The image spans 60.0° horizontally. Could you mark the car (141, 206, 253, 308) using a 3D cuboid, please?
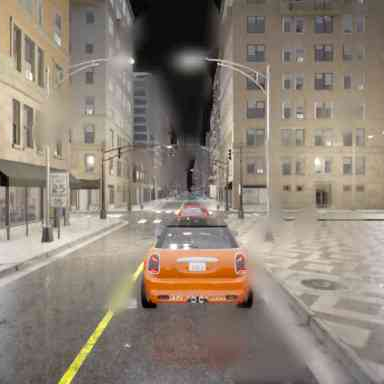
[{"bbox_3d":[0.089,1.352,8.056,2.097,1.767,4.553,0,0,0],"label":"car"}]

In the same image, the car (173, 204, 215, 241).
[{"bbox_3d":[0.084,1.476,17.656,1.882,1.535,5.008,0,0,0],"label":"car"}]
